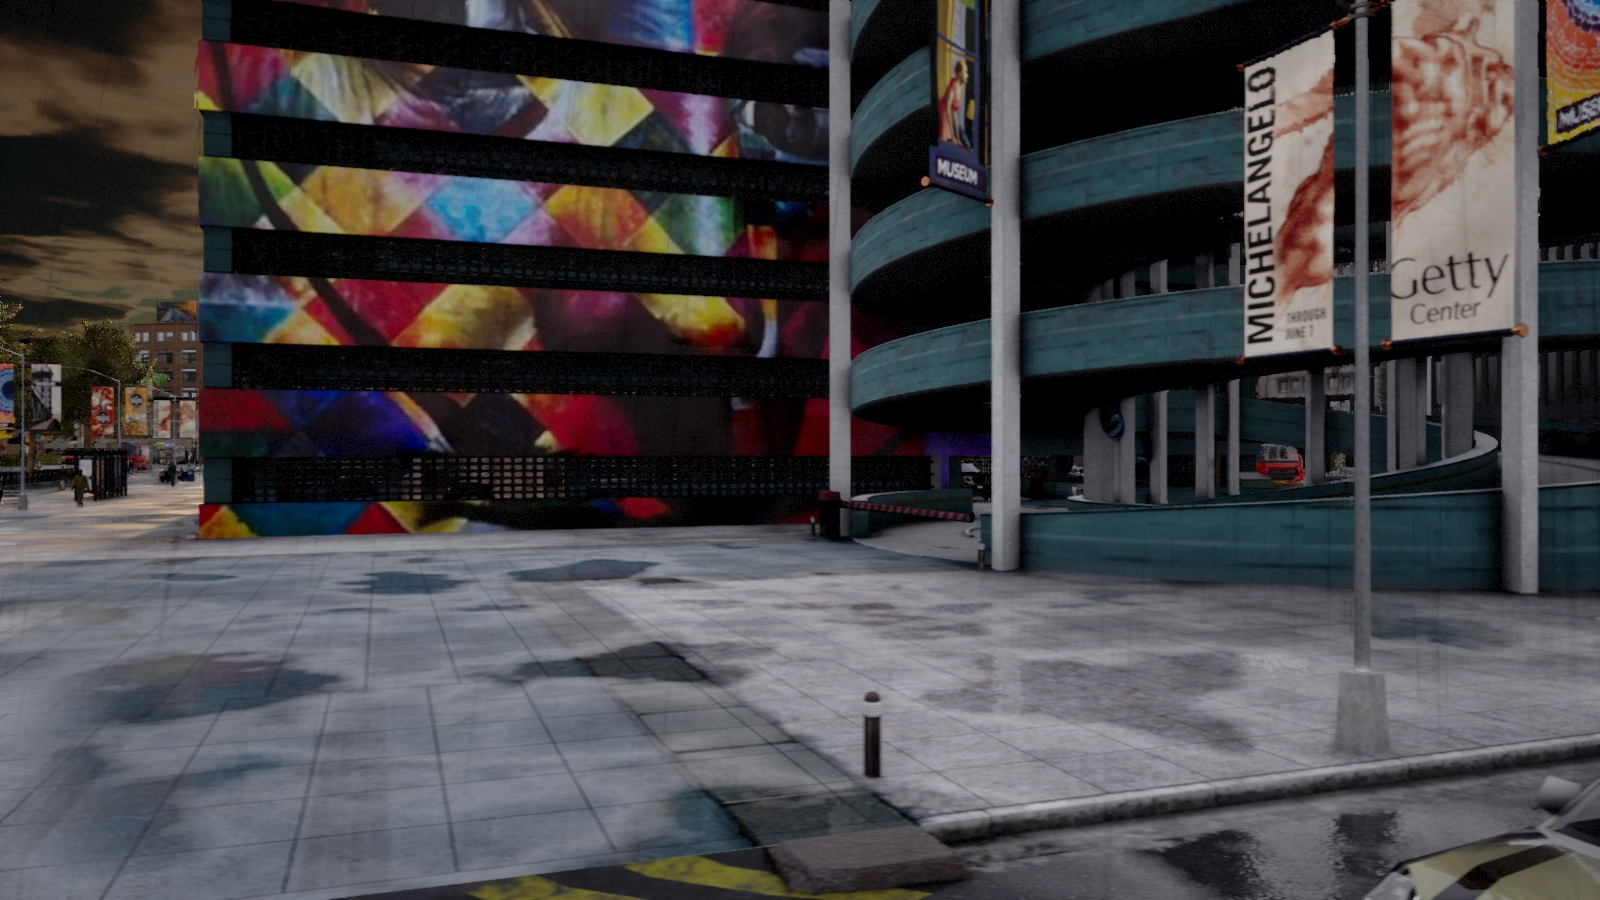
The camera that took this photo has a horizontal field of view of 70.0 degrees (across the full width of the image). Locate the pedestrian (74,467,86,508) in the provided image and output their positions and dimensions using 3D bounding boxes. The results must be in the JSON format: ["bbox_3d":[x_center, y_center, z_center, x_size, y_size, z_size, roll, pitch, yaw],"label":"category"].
[{"bbox_3d":[-32.763,1.705,52.019,0.375,1.860,0.375,0,0,-19],"label":"pedestrian"}]

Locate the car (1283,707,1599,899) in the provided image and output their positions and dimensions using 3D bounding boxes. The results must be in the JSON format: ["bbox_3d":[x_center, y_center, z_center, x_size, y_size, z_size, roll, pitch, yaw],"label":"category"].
[{"bbox_3d":[4.308,2.060,4.897,3.806,1.475,1.970,0,0,-20],"label":"car"}]
